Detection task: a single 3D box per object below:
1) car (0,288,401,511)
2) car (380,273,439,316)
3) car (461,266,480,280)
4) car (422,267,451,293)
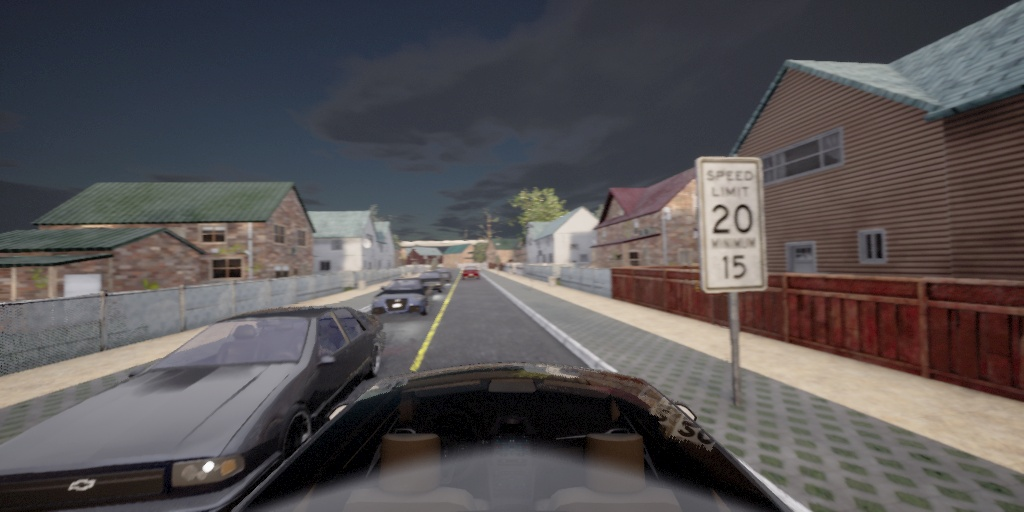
[{"bbox_3d":[-3.101,1.433,4.875,2.033,1.411,5.357,-2,-1,-7],"label":"car"},{"bbox_3d":[-4.357,1.621,14.789,1.994,1.385,4.181,-2,-1,-7],"label":"car"},{"bbox_3d":[-4.738,1.889,41.108,1.882,1.535,5.008,-2,-1,-7],"label":"car"},{"bbox_3d":[-5.677,1.780,25.162,2.033,1.411,5.357,-2,-1,-7],"label":"car"}]
